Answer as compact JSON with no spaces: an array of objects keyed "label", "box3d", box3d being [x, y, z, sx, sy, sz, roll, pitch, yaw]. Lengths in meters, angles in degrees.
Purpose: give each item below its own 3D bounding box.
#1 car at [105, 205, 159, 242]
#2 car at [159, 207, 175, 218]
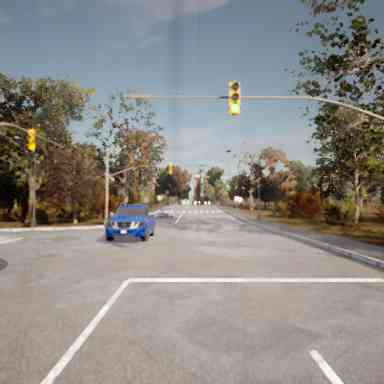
[{"label":"car","box3d":[-3.475,1.770,19.738,2.150,2.045,5.566,0,-2,0]},{"label":"car","box3d":[-3.452,2.769,45.416,1.812,1.442,4.674,0,0,0]}]
